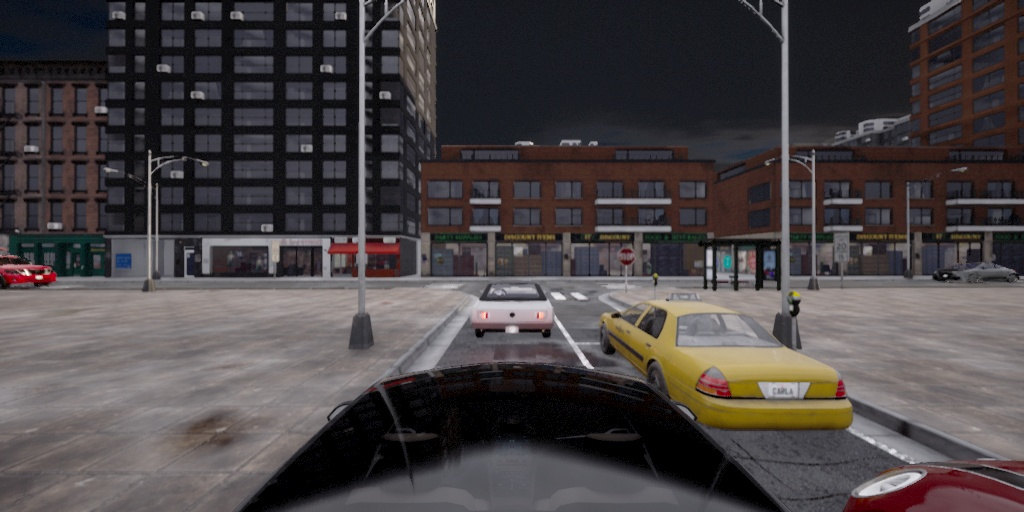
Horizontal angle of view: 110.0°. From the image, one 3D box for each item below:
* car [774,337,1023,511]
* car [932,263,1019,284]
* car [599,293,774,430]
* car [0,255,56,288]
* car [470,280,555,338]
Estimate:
[{"bbox_3d":[2.642,1.195,0.194,1.967,1.591,4.097,0,0,0],"label":"car"},{"bbox_3d":[31.987,1.182,24.822,4.181,1.385,1.994,0,0,0],"label":"car"},{"bbox_3d":[2.634,1.262,5.802,1.751,1.417,4.829,0,0,0],"label":"car"},{"bbox_3d":[-31.259,0.942,21.609,5.566,2.045,2.150,0,0,0],"label":"car"},{"bbox_3d":[0.054,1.323,10.083,1.895,1.301,4.718,0,0,1],"label":"car"}]
